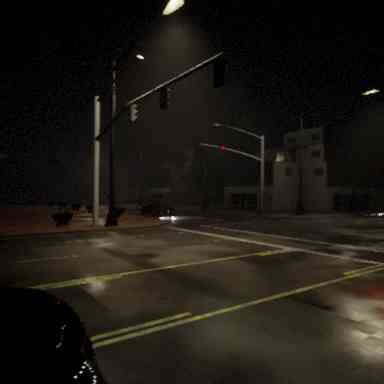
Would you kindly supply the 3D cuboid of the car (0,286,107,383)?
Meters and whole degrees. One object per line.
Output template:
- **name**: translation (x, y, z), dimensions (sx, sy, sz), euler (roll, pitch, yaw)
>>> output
- **car**: translation (-3.182, 1.216, 1.473), dimensions (5.566, 2.045, 2.150), euler (1, 0, -36)

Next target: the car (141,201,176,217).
- **car**: translation (-3.323, 1.621, 32.476), dimensions (1.994, 1.385, 4.181), euler (1, -1, -35)
